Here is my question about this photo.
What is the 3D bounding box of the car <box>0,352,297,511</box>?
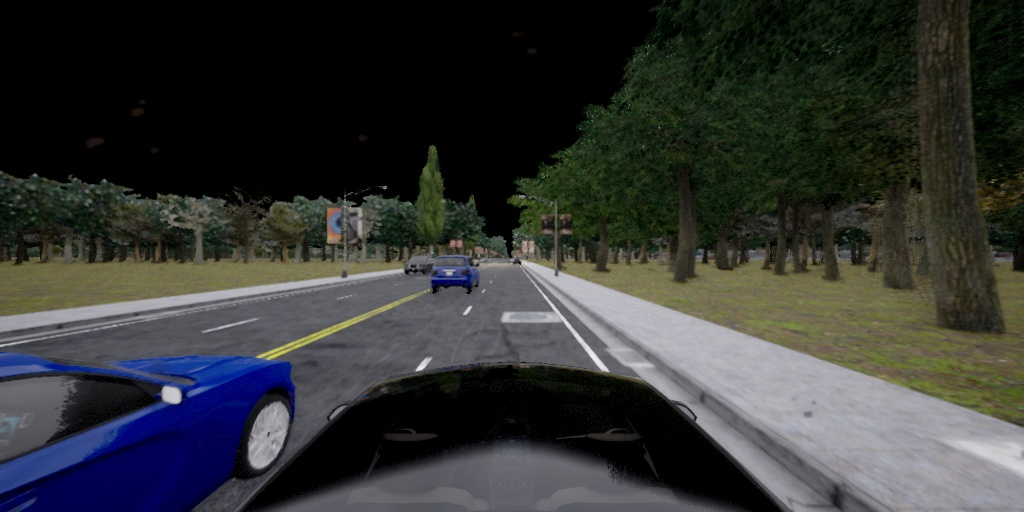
[{"bbox_3d":[-3.150,1.228,1.688,1.882,1.535,5.008,0,0,0],"label":"car"}]

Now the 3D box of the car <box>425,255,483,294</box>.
[{"bbox_3d":[-3.147,0.980,20.635,2.150,2.045,5.566,0,0,0],"label":"car"}]

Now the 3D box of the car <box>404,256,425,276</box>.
[{"bbox_3d":[-9.836,0.990,38.452,2.150,2.045,5.566,0,0,0],"label":"car"}]
